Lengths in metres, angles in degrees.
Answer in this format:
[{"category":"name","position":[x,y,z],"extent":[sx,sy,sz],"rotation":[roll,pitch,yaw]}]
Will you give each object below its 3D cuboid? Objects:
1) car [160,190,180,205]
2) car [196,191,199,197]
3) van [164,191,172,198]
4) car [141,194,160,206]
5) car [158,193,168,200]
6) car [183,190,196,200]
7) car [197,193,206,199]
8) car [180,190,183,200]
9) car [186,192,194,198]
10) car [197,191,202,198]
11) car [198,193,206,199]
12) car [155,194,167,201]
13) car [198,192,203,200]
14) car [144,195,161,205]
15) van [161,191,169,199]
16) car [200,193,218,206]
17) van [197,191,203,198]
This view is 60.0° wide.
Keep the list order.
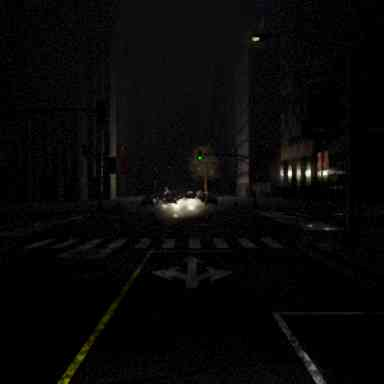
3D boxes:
[{"category":"car","position":[-3.279,0.950,50.644],"extent":[2.097,1.767,4.553],"rotation":[0,0,0]},{"category":"car","position":[2.367,0.986,72.064],"extent":[2.008,1.369,4.403],"rotation":[0,0,0]},{"category":"van","position":[-6.287,0.667,87.003],"extent":[1.690,1.788,3.998],"rotation":[0,0,0]},{"category":"car","position":[-5.933,1.186,45.790],"extent":[2.008,1.369,4.403],"rotation":[0,0,0]},{"category":"car","position":[-6.146,0.972,70.596],"extent":[1.752,1.417,4.829],"rotation":[0,0,0]},{"category":"car","position":[-0.416,0.886,74.697],"extent":[1.882,1.535,5.008],"rotation":[0,0,0]},{"category":"car","position":[2.277,0.924,82.642],"extent":[1.947,1.339,4.313],"rotation":[0,0,0]},{"category":"car","position":[-3.355,0.832,66.301],"extent":[2.097,1.767,4.553],"rotation":[0,0,0]},{"category":"car","position":[-0.505,0.714,85.119],"extent":[1.812,1.442,4.674],"rotation":[0,0,0]},{"category":"car","position":[2.452,1.061,62.192],"extent":[2.008,1.369,4.403],"rotation":[0,0,0]},{"category":"car","position":[2.320,0.921,77.522],"extent":[1.752,1.417,4.829],"rotation":[0,0,0]},{"category":"car","position":[-6.101,1.052,65.353],"extent":[1.947,1.339,4.313],"rotation":[0,0,0]},{"category":"car","position":[2.498,1.096,56.748],"extent":[1.887,1.381,4.507],"rotation":[0,0,0]},{"category":"car","position":[-5.976,1.147,50.782],"extent":[2.008,1.369,4.403],"rotation":[0,0,0]},{"category":"van","position":[-6.194,0.746,76.177],"extent":[1.690,1.788,3.998],"rotation":[0,0,0]},{"category":"car","position":[2.591,1.186,45.860],"extent":[2.008,1.369,4.403],"rotation":[0,0,0]},{"category":"van","position":[2.185,0.622,93.217],"extent":[1.690,1.788,3.998],"rotation":[0,0,0]}]
